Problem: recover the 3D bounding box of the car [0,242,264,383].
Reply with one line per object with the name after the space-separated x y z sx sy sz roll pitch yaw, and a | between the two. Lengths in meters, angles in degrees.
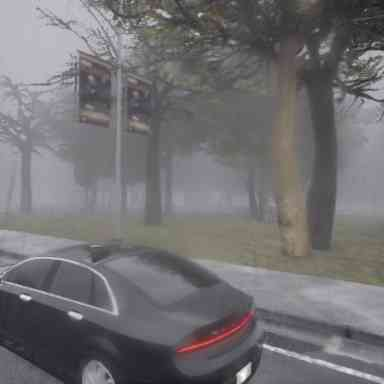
-1.445 1.478 4.670 4.892 1.490 1.837 1 1 36 | car
